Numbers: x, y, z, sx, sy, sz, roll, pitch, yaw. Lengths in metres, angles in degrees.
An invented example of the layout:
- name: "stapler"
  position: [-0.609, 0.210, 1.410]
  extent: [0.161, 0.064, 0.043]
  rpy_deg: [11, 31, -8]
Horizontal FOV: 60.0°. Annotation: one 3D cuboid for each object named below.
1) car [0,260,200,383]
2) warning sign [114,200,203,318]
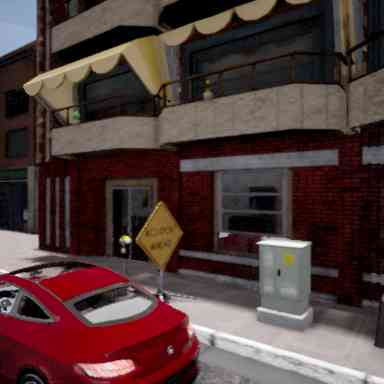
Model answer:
- name: "car"
  position: [-1.860, 1.570, 4.263]
  extent: [4.206, 1.307, 1.802]
  rpy_deg: [0, 0, 36]
- name: "warning sign"
  position: [-0.603, 1.103, 6.221]
  extent: [1.060, 1.860, 1.300]
  rpy_deg: [0, 0, 36]
